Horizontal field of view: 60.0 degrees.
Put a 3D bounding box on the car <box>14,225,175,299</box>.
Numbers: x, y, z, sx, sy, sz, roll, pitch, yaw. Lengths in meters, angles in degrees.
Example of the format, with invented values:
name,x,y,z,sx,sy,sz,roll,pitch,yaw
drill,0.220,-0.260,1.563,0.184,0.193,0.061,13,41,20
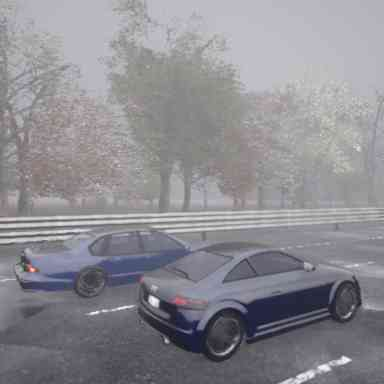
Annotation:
name,x,y,z,sx,sy,sz,roll,pitch,yaw
car,-1.479,1.579,8.488,5.357,1.411,2.033,1,0,-32

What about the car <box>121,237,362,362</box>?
name,x,y,z,sx,sy,sz,roll,pitch,yaw
car,1.125,1.603,5.980,4.181,1.385,1.994,1,0,-32
